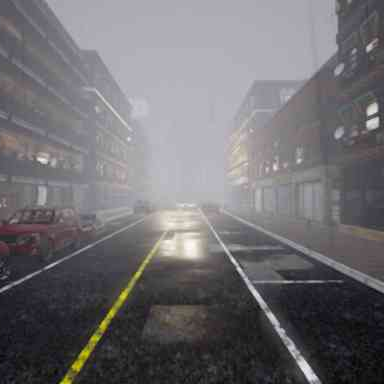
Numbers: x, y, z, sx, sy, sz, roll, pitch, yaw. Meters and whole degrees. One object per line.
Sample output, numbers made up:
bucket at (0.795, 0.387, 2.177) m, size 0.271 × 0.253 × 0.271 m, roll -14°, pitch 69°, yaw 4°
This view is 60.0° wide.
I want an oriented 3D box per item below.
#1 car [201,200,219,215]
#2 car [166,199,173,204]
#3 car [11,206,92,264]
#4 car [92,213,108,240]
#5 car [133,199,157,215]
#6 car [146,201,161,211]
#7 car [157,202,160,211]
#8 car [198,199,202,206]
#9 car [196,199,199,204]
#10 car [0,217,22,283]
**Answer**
car at (2.433, 1.994, 41.115) m, size 1.752 × 1.417 × 4.829 m, roll 0°, pitch -1°, yaw 0°
car at (-6.277, 2.607, 91.615) m, size 2.008 × 1.369 × 4.403 m, roll 0°, pitch -1°, yaw 0°
car at (-5.763, 1.474, 12.717) m, size 2.192 × 1.841 × 5.009 m, roll 0°, pitch -1°, yaw 0°
car at (-5.800, 1.806, 18.350) m, size 1.802 × 1.307 × 4.206 m, roll 0°, pitch -1°, yaw 0°
car at (-5.946, 1.797, 40.896) m, size 2.192 × 1.841 × 5.009 m, roll 0°, pitch -1°, yaw 0°
car at (-6.020, 2.155, 52.166) m, size 1.887 × 1.381 × 4.507 m, roll 0°, pitch -1°, yaw 0°
car at (-5.983, 1.986, 46.530) m, size 1.967 × 1.590 × 4.097 m, roll 0°, pitch -1°, yaw 0°
car at (2.360, 2.140, 52.216) m, size 1.887 × 1.381 × 4.507 m, roll 0°, pitch -1°, yaw 0°
car at (2.214, 2.401, 74.758) m, size 2.008 × 1.369 × 4.403 m, roll 0°, pitch -1°, yaw 0°
car at (-5.727, 1.534, 7.080) m, size 1.967 × 1.590 × 4.097 m, roll 0°, pitch -1°, yaw 0°
